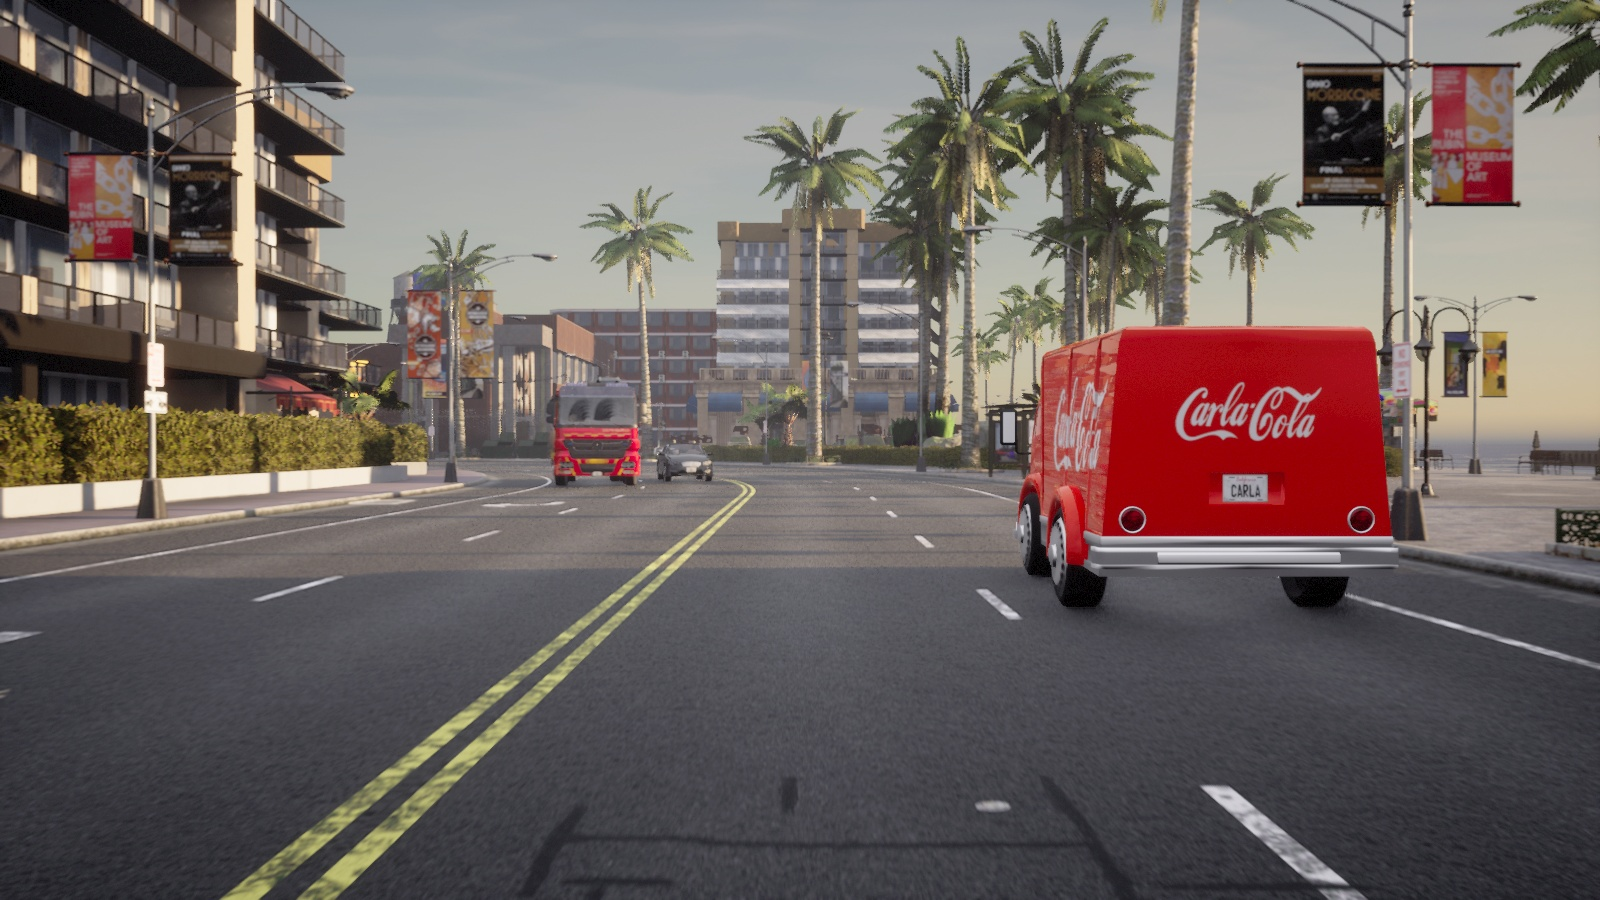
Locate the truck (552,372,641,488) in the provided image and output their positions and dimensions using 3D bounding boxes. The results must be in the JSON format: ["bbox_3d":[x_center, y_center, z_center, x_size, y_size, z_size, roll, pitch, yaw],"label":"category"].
[{"bbox_3d":[-7.510,-0.683,45.857,2.891,3.827,8.468,0,0,-10],"label":"truck"}]

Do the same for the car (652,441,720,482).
[{"bbox_3d":[-4.544,0.422,49.219,2.128,1.511,4.902,0,0,-12],"label":"car"}]

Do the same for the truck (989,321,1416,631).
[{"bbox_3d":[3.587,0.192,12.580,2.627,2.467,5.204,0,0,0],"label":"truck"}]
